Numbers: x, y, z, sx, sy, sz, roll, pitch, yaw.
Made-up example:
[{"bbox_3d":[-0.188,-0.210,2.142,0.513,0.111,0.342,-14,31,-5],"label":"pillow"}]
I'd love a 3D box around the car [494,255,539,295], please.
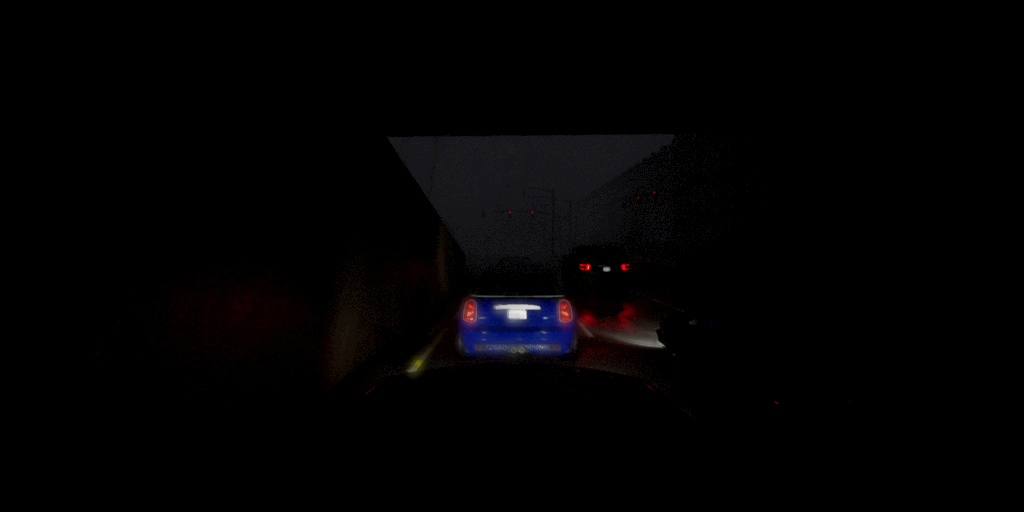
[{"bbox_3d":[0.134,0.760,17.264,1.882,1.535,5.008,0,2,-1],"label":"car"}]

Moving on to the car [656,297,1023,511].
[{"bbox_3d":[3.604,1.219,4.255,2.033,1.411,5.357,0,2,0],"label":"car"}]

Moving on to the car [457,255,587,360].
[{"bbox_3d":[0.108,0.913,7.981,2.097,1.767,4.553,0,2,0],"label":"car"}]

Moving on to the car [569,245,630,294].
[{"bbox_3d":[3.647,0.527,16.448,2.150,2.045,5.566,0,2,0],"label":"car"}]
